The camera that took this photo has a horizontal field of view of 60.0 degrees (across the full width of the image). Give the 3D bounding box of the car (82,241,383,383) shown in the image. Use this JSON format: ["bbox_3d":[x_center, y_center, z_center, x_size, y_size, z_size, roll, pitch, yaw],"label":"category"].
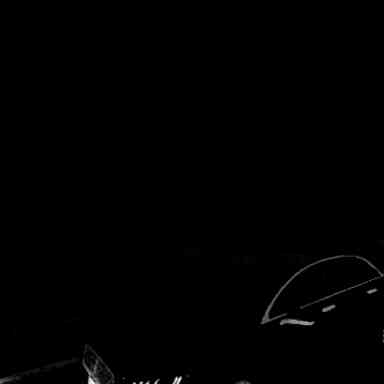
[{"bbox_3d":[1.067,1.504,4.447,4.892,1.490,1.837,0,0,-36],"label":"car"}]
